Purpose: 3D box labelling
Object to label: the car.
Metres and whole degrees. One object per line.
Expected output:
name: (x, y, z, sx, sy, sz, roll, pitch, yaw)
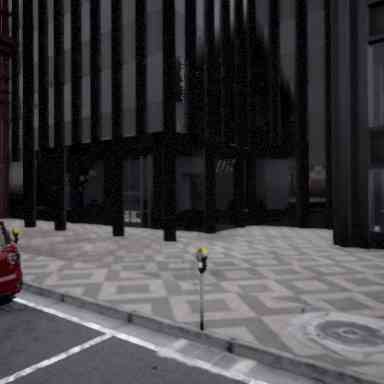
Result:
car: (-5.504, 1.399, 6.896, 5.009, 1.841, 2.192, -1, 0, 36)
